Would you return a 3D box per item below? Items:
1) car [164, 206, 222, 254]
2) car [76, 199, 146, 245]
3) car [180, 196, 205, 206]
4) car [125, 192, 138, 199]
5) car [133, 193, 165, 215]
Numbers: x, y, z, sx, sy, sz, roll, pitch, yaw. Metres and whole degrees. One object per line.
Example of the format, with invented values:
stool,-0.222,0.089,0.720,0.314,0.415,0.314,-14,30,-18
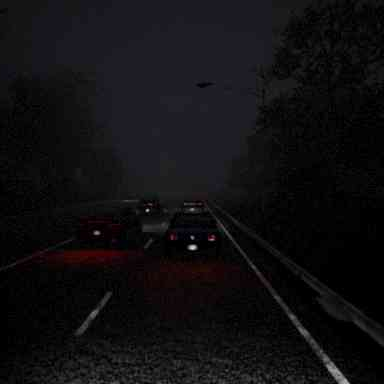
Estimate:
car,0.039,1.445,12.791,1.895,1.301,4.718,0,1,1
car,-3.443,1.297,14.582,1.882,1.535,5.008,0,1,1
car,0.047,1.115,28.385,2.128,1.511,4.902,0,1,1
car,-10.523,0.724,59.419,2.033,1.411,5.357,0,1,1
car,-3.453,1.129,28.399,1.837,1.490,4.892,0,1,1
